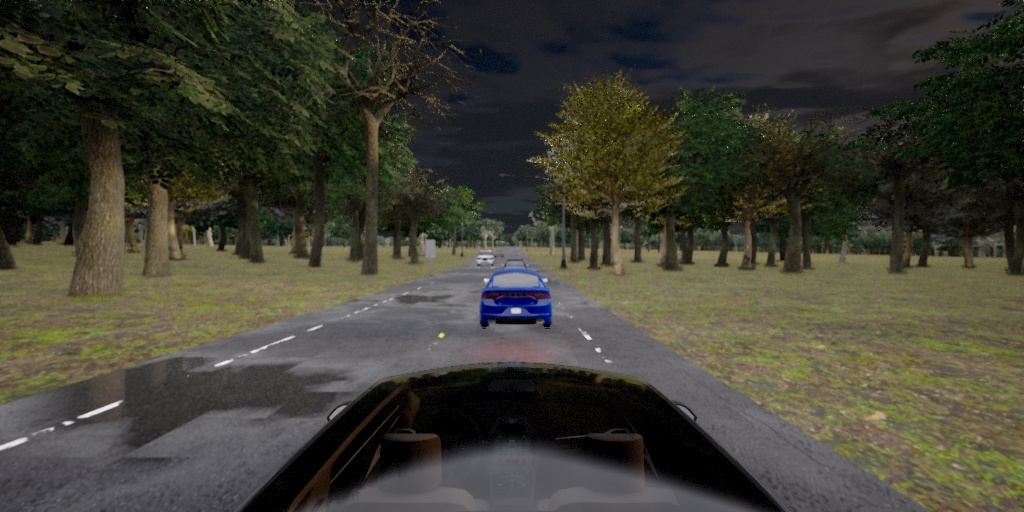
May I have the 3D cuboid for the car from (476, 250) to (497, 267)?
[{"bbox_3d":[-3.410,0.268,47.130,2.150,2.045,5.566,0,1,-1],"label":"car"}]

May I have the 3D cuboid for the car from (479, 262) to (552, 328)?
[{"bbox_3d":[0.116,1.121,11.031,1.882,1.535,5.008,0,1,0],"label":"car"}]

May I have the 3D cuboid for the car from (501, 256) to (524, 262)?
[{"bbox_3d":[0.238,0.965,27.353,2.033,1.411,5.357,0,1,1],"label":"car"}]
